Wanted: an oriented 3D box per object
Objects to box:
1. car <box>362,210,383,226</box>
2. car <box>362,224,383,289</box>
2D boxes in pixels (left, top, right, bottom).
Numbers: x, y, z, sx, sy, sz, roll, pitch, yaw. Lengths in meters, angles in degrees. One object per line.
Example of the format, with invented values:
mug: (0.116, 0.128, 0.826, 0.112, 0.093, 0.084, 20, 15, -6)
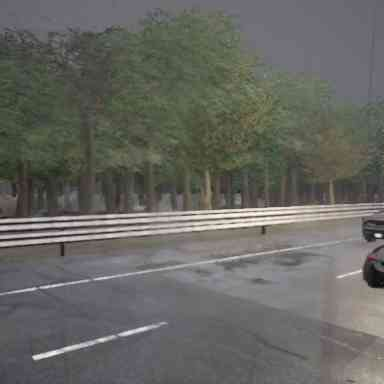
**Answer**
car: (9.467, 1.496, 14.792, 4.892, 1.490, 1.837, 0, 0, -35)
car: (5.973, 1.563, 8.004, 4.181, 1.385, 1.994, 0, 0, -35)
